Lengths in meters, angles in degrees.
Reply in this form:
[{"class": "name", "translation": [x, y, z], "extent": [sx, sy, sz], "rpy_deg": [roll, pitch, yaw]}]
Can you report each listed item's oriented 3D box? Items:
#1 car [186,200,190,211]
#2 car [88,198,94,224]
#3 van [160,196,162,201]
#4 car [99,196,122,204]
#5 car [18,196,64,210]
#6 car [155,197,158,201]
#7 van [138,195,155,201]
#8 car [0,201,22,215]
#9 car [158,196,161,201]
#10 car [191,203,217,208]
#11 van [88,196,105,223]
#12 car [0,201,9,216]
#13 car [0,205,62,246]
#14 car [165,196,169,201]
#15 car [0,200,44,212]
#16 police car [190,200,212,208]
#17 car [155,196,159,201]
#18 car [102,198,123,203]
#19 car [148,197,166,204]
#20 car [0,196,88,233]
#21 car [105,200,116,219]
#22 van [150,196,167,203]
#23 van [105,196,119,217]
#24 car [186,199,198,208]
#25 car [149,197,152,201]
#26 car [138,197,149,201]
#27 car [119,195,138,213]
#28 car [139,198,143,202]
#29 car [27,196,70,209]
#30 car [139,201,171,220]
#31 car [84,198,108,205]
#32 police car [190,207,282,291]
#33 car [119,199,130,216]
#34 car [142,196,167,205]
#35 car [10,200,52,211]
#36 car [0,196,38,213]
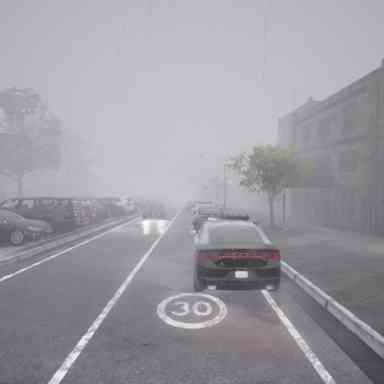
[{"class": "car", "translation": [0.066, 1.880, 46.218], "extent": [2.033, 1.411, 5.357], "rpy_deg": [0, -1, 1]}, {"class": "car", "translation": [-8.803, 1.430, 20.484], "extent": [4.553, 1.767, 2.185], "rpy_deg": [0, -1, 0]}, {"class": "van", "translation": [-8.750, 1.808, 65.334], "extent": [4.442, 1.987, 1.878], "rpy_deg": [0, -1, 0]}, {"class": "car", "translation": [-21.996, 2.086, 90.043], "extent": [5.566, 2.045, 2.435], "rpy_deg": [0, -1, 0]}, {"class": "car", "translation": [-21.903, 1.574, 48.281], "extent": [5.566, 2.045, 2.435], "rpy_deg": [0, -1, 0]}, {"class": "car", "translation": [-8.831, 1.960, 56.922], "extent": [4.792, 1.488, 2.163], "rpy_deg": [0, -1, 0]}, {"class": "van", "translation": [-8.741, 1.670, 54.122], "extent": [4.442, 1.987, 1.878], "rpy_deg": [0, -1, 0]}, {"class": "car", "translation": [-21.952, 1.737, 37.141], "extent": [4.792, 1.488, 2.163], "rpy_deg": [0, -1, 0]}, {"class": "car", "translation": [-8.859, 1.999, 62.529], "extent": [5.008, 1.535, 2.097], "rpy_deg": [0, -1, 0]}, {"class": "car", "translation": [0.985, 1.583, 19.046], "extent": [1.837, 1.490, 4.892], "rpy_deg": [0, -1, 0]}, {"class": "van", "translation": [-8.719, 1.355, 23.289], "extent": [4.442, 1.987, 1.878], "rpy_deg": [0, -1, 0]}, {"class": "car", "translation": [-21.891, 1.711, 34.356], "extent": [4.792, 1.488, 2.163], "rpy_deg": [0, -1, 0]}, {"class": "car", "translation": [-8.843, 1.513, 14.878], "extent": [4.892, 1.521, 2.231], "rpy_deg": [0, 0, 0]}, {"class": "car", "translation": [-8.848, 1.919, 76.547], "extent": [5.566, 2.045, 2.435], "rpy_deg": [0, -1, 0]}, {"class": "car", "translation": [-21.922, 1.763, 42.710], "extent": [5.008, 1.535, 2.097], "rpy_deg": [0, -1, 0]}, {"class": "police car", "translation": [0.988, 1.558, 25.166], "extent": [1.930, 1.638, 5.238], "rpy_deg": [0, -1, 0]}, {"class": "car", "translation": [-8.833, 1.994, 59.725], "extent": [4.792, 1.488, 2.163], "rpy_deg": [0, -1, 0]}, {"class": "car", "translation": [-22.155, 2.368, 92.816], "extent": [5.366, 1.575, 1.946], "rpy_deg": [0, -1, 0]}, {"class": "car", "translation": [-8.914, 2.148, 84.955], "extent": [4.553, 1.767, 2.185], "rpy_deg": [0, -1, 0]}, {"class": "car", "translation": [-8.863, 1.283, 17.685], "extent": [5.566, 2.045, 2.435], "rpy_deg": [0, 0, 0]}, {"class": "car", "translation": [-8.830, 1.607, 26.091], "extent": [4.892, 1.521, 2.231], "rpy_deg": [0, -1, 0]}, {"class": "van", "translation": [-9.004, 2.116, 90.562], "extent": [4.442, 1.987, 1.878], "rpy_deg": [0, -1, 0]}, {"class": "van", "translation": [-8.953, 1.406, 28.896], "extent": [4.442, 1.987, 1.878], "rpy_deg": [0, -1, 0]}, {"class": "car", "translation": [0.034, 2.058, 59.898], "extent": [1.994, 1.385, 4.181], "rpy_deg": [0, -1, 0]}, {"class": "car", "translation": [-9.038, 1.824, 48.513], "extent": [5.366, 1.575, 1.946], "rpy_deg": [0, -1, 0]}, {"class": "car", "translation": [-8.845, 1.794, 45.713], "extent": [5.008, 1.535, 2.097], "rpy_deg": [0, -1, 0]}, {"class": "car", "translation": [-8.870, 1.431, 34.503], "extent": [5.566, 2.045, 2.435], "rpy_deg": [0, -1, 0]}, {"class": "car", "translation": [-8.817, 1.764, 40.105], "extent": [4.792, 1.488, 2.163], "rpy_deg": [0, -1, 0]}, {"class": "car", "translation": [-21.906, 1.607, 50.943], "extent": [5.566, 2.045, 2.435], "rpy_deg": [0, -1, 0]}, {"class": "car", "translation": [-3.234, 1.736, 29.714], "extent": [1.994, 1.385, 4.181], "rpy_deg": [0, -1, 0]}, {"class": "car", "translation": [-21.961, 2.168, 76.161], "extent": [4.892, 1.521, 2.231], "rpy_deg": [0, -1, 0]}, {"class": "police car", "translation": [0.980, 1.431, 9.138], "extent": [1.930, 1.638, 5.238], "rpy_deg": [0, 0, 0]}, {"class": "car", "translation": [-8.834, 1.657, 31.697], "extent": [5.008, 1.535, 2.097], "rpy_deg": [0, -1, 0]}, {"class": "car", "translation": [-8.850, 1.954, 79.350], "extent": [5.566, 2.045, 2.435], "rpy_deg": [0, -1, 0]}, {"class": "car", "translation": [-21.927, 1.832, 45.371], "extent": [4.674, 1.452, 2.002], "rpy_deg": [0, -1, 0]}, {"class": "car", "translation": [-21.897, 1.483, 39.926], "extent": [5.566, 2.045, 2.435], "rpy_deg": [0, -1, 0]}]
